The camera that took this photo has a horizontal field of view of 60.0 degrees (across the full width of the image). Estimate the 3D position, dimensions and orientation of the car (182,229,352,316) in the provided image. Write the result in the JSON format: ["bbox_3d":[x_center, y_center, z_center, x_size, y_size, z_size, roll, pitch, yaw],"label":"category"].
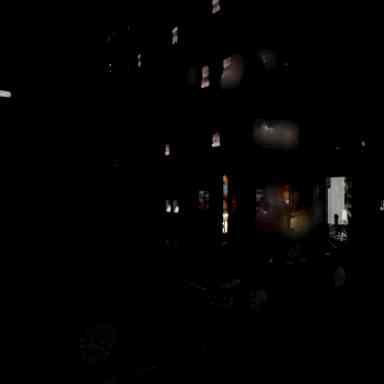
[{"bbox_3d":[1.828,1.543,7.401,4.403,1.369,2.008,0,0,-35],"label":"car"}]

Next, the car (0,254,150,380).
[{"bbox_3d":[-2.721,1.544,4.157,4.507,1.381,1.887,0,0,-35],"label":"car"}]
